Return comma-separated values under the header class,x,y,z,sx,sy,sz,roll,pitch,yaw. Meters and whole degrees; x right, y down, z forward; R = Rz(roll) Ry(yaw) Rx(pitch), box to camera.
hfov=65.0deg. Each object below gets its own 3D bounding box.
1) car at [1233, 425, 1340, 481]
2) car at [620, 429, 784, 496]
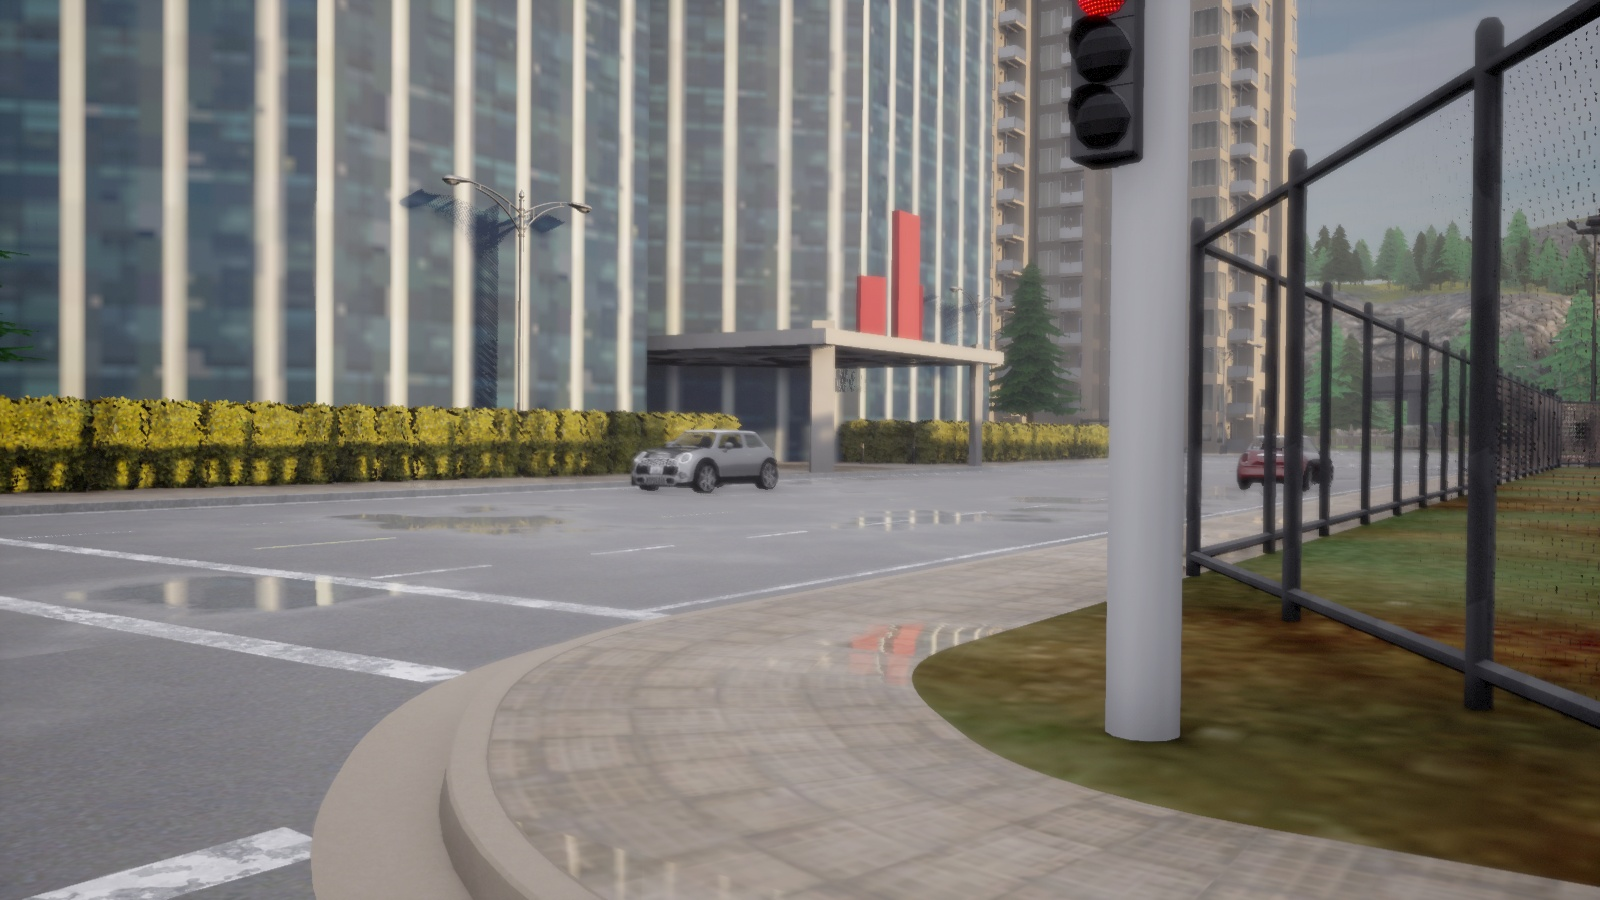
class,x,y,z,sx,sy,sz,roll,pitch,yaw
car,13.550,0.043,34.860,1.970,1.475,3.806,0,1,34
car,-2.288,0.250,30.190,1.970,1.475,3.806,0,1,34
